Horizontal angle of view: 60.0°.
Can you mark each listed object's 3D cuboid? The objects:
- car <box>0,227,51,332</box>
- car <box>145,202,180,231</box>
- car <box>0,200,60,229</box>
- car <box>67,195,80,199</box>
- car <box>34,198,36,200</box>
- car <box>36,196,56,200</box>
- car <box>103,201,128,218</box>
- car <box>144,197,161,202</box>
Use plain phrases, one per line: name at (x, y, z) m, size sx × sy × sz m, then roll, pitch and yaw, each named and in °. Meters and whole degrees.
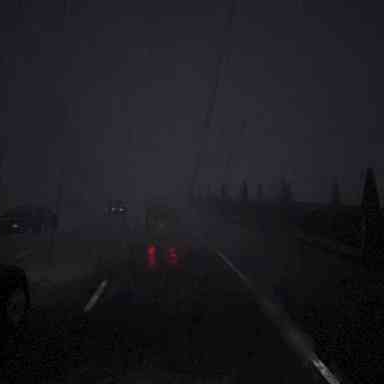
car at (-3.680, 1.488, 3.863) m, size 2.128 × 1.511 × 4.902 m, roll 0°, pitch 0°, yaw -2°
car at (-1.903, 1.544, 20.310) m, size 1.895 × 1.301 × 4.718 m, roll 0°, pitch 0°, yaw -8°
car at (-8.678, 1.443, 18.174) m, size 1.882 × 1.535 × 5.008 m, roll 0°, pitch 0°, yaw -8°
car at (-22.340, 1.367, 62.673) m, size 2.128 × 1.511 × 4.902 m, roll 0°, pitch 0°, yaw -8°
car at (-29.957, 1.422, 66.436) m, size 1.994 × 1.385 × 4.181 m, roll 0°, pitch 0°, yaw -8°
car at (-25.290, 1.408, 58.615) m, size 1.812 × 1.442 × 4.674 m, roll 0°, pitch 0°, yaw -8°
car at (-6.781, 1.473, 29.681) m, size 2.033 × 1.411 × 5.357 m, roll 0°, pitch 0°, yaw -8°
car at (-4.840, 1.392, 40.573) m, size 1.837 × 1.490 × 4.892 m, roll 0°, pitch 0°, yaw -8°
